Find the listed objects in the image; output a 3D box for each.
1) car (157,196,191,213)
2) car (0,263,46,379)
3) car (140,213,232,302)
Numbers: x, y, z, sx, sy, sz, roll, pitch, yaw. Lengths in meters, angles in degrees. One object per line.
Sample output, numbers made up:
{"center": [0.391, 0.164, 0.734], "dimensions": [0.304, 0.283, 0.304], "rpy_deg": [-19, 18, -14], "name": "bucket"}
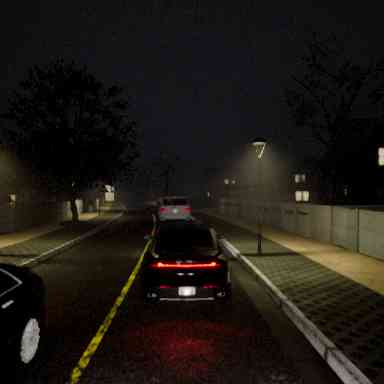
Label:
{"center": [-1.311, 1.322, 24.231], "dimensions": [2.150, 2.045, 5.566], "rpy_deg": [0, -1, -5], "name": "car"}
{"center": [-2.944, 1.505, 2.864], "dimensions": [1.837, 1.490, 4.892], "rpy_deg": [0, 0, -1], "name": "car"}
{"center": [-0.181, 1.514, 8.309], "dimensions": [1.837, 1.490, 4.892], "rpy_deg": [0, 0, -2], "name": "car"}
